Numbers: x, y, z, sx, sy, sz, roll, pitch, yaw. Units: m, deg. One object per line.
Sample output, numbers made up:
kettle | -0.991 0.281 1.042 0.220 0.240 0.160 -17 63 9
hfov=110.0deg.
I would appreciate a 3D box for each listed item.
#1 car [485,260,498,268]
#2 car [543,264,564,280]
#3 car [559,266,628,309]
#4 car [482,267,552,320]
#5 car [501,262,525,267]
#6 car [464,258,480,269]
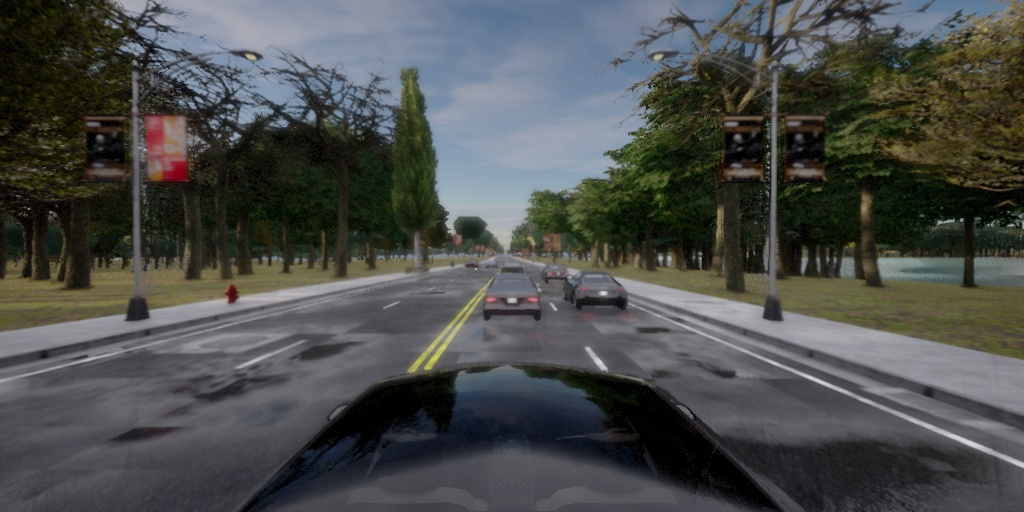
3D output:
car | -3.321 1.367 59.069 1.812 1.442 4.674 0 0 0
car | 3.265 1.293 27.541 2.033 1.411 5.357 0 0 1
car | 3.294 1.304 14.824 1.994 1.385 4.181 0 0 1
car | 0.018 1.288 12.508 2.033 1.411 5.357 0 0 0
car | 0.047 1.227 30.851 1.882 1.535 5.008 0 0 0
car | -6.571 1.194 59.177 2.097 1.767 4.553 0 0 0
